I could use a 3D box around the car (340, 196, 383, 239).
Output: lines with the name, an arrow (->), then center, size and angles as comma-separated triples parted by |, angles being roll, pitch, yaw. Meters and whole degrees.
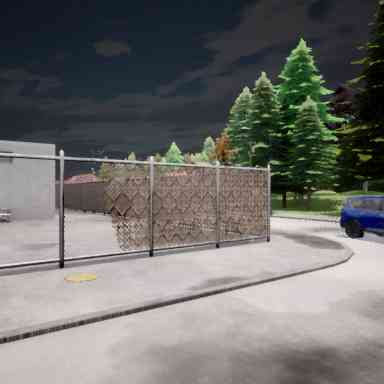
car -> 9.148, 1.222, 14.726 | 2.150, 2.045, 5.566 | 1, 0, -18
